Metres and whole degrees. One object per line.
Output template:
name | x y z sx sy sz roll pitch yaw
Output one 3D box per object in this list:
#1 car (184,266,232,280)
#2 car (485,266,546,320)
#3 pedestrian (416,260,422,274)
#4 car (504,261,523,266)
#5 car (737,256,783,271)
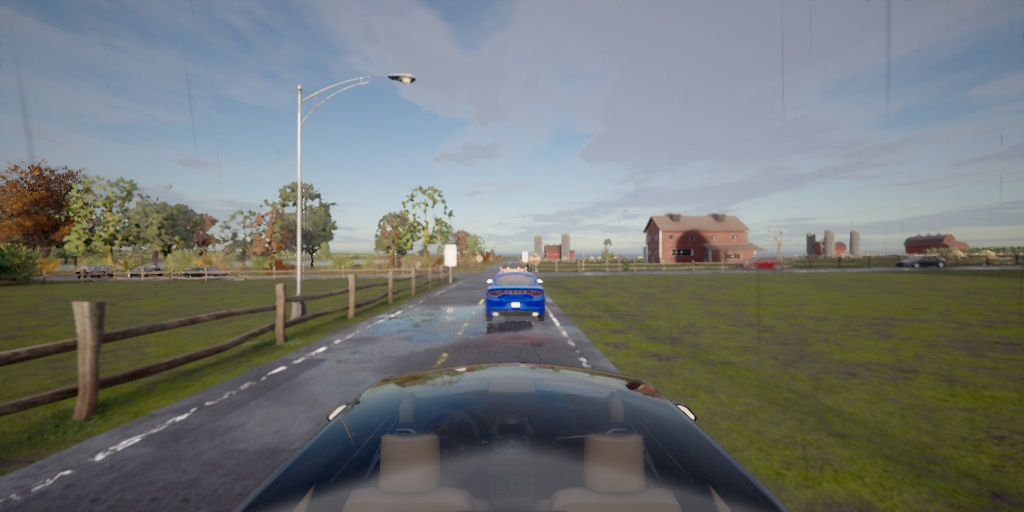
car | -34.982 1.937 41.301 4.892 1.490 1.837 -1 0 5
car | 0.103 1.286 12.957 1.882 1.535 5.008 0 0 0
pedestrian | -12.154 1.403 46.729 0.375 1.860 0.375 0 1 0
car | 0.103 1.235 27.028 2.097 1.767 4.553 0 0 0
car | 29.868 0.858 43.369 4.553 1.767 2.097 -1 0 1
